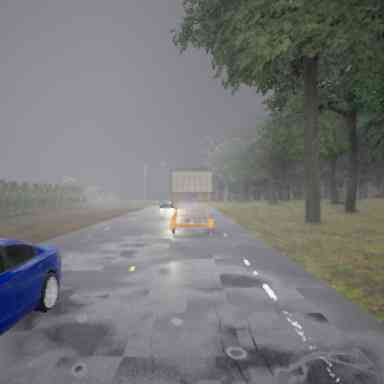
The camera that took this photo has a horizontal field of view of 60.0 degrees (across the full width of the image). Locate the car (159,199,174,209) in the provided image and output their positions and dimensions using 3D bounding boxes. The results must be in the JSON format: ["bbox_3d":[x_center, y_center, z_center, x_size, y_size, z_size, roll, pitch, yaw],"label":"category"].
[{"bbox_3d":[-3.571,1.707,47.550,1.994,1.385,4.181,0,0,0],"label":"car"}]

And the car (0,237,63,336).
[{"bbox_3d":[-3.598,1.477,4.846,1.882,1.535,5.008,0,0,0],"label":"car"}]

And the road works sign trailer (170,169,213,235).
[{"bbox_3d":[0.005,0.480,18.772,2.380,3.560,2.880,0,0,1],"label":"road works sign trailer"}]
